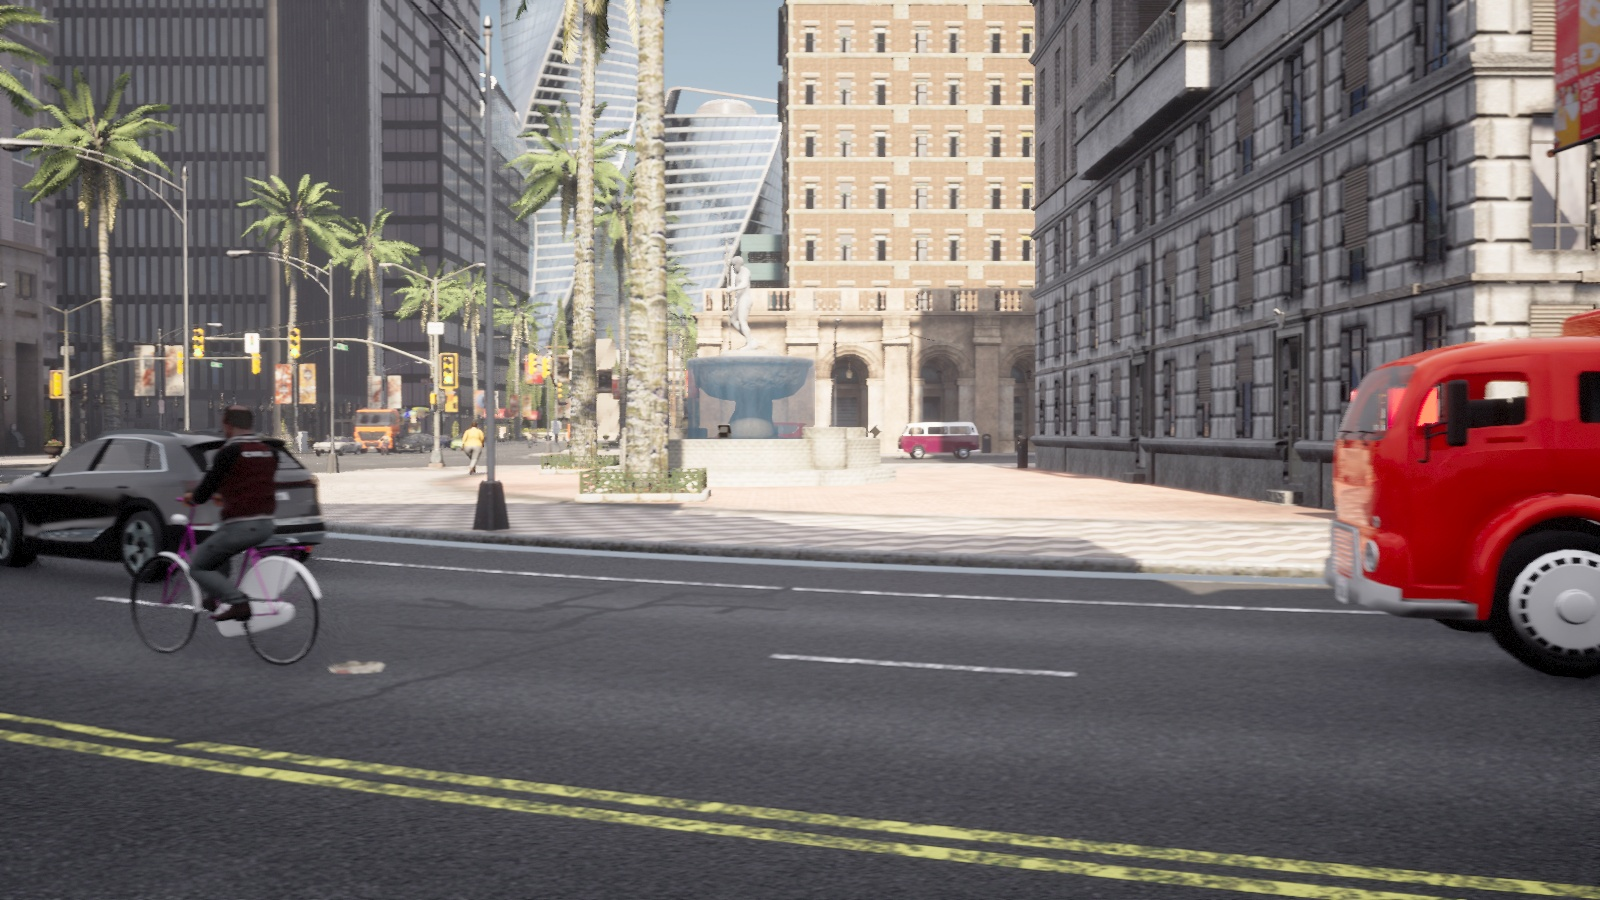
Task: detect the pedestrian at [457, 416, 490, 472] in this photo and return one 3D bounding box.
[{"bbox_3d":[-10.917,-0.195,42.002,0.874,1.855,0.900,0,1,-1],"label":"pedestrian"}]

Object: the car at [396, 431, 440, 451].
[{"bbox_3d":[-28.565,-0.704,93.990,1.837,1.490,4.892,0,1,-1],"label":"car"}]

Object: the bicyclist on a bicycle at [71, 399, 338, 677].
[{"bbox_3d":[-4.144,0.548,8.715,1.843,1.776,0.659,1,1,26],"label":"bicyclist on a bicycle"}]

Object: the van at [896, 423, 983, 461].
[{"bbox_3d":[7.606,-0.457,68.674,4.480,2.038,2.069,0,1,0],"label":"van"}]

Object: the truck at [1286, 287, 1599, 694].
[{"bbox_3d":[6.346,0.235,8.638,5.204,2.467,2.627,0,1,11],"label":"truck"}]

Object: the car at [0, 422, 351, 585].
[{"bbox_3d":[-7.738,0.501,14.841,4.856,1.649,2.033,1,1,33],"label":"car"}]

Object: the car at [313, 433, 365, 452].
[{"bbox_3d":[-32.019,-0.523,87.379,1.895,1.301,4.718,0,1,0],"label":"car"}]
